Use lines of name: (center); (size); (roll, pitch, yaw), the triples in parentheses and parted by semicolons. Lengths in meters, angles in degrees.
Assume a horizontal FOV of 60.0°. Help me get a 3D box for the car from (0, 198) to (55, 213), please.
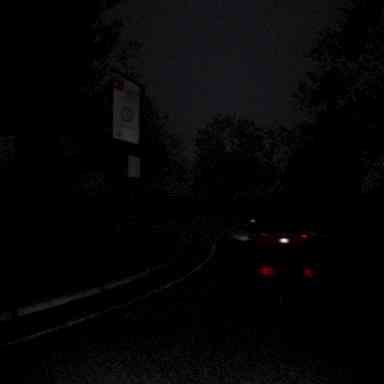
car: (-15.216, 1.226, 30.474); (4.718, 1.301, 1.895); (2, 0, -7)

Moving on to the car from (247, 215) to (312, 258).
car: (3.280, 1.584, 13.016); (1.994, 1.385, 4.181); (1, 0, 6)
